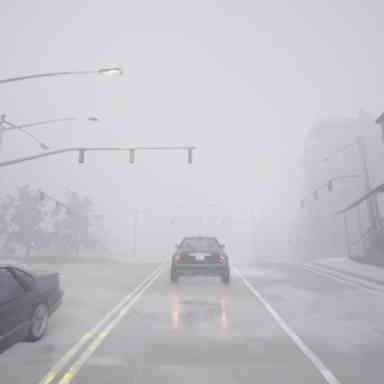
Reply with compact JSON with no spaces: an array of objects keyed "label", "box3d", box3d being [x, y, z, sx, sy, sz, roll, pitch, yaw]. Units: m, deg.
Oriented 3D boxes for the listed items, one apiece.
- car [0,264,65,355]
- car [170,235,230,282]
[{"label":"car","box3d":[-3.518,1.740,4.428,2.033,1.411,5.357,0,-4,1]},{"label":"car","box3d":[0.320,2.533,13.606,2.097,1.767,4.553,0,-6,1]}]
